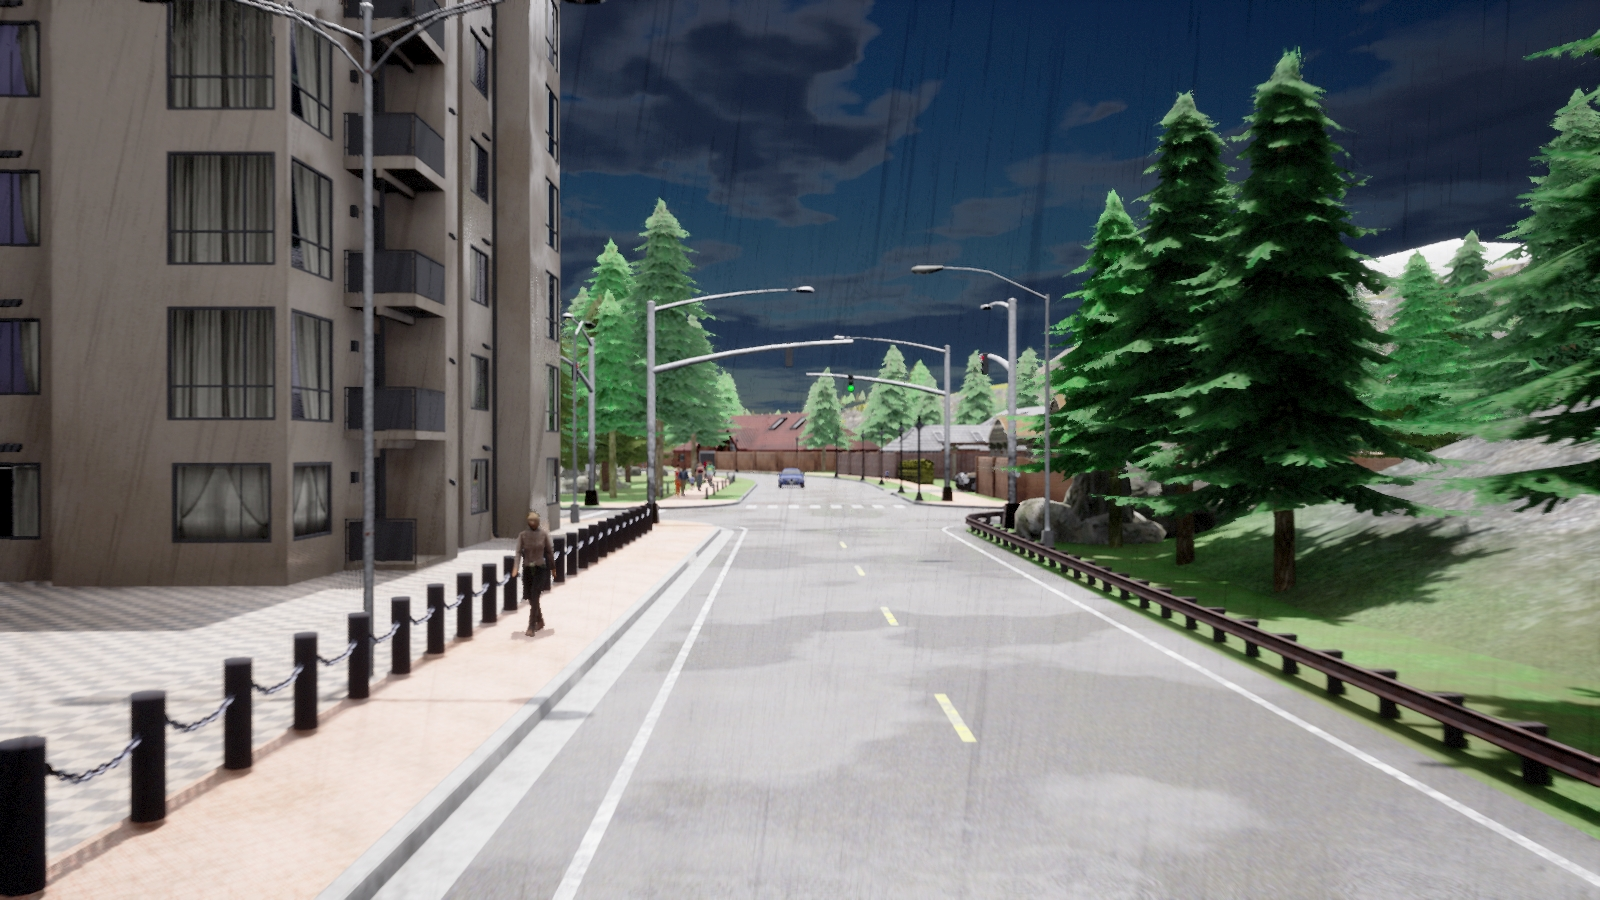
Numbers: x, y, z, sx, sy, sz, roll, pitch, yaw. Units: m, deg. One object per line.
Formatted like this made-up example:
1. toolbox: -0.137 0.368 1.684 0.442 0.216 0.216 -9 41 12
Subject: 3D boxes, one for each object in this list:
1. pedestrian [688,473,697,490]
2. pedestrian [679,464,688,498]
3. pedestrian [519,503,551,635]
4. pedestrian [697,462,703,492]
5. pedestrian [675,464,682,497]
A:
1. pedestrian: -6.999 2.068 74.368 0.500 1.100 0.500 0 0 -2
2. pedestrian: -6.384 1.683 62.576 0.375 1.860 0.375 0 0 6
3. pedestrian: -3.808 1.701 16.414 0.375 1.860 0.375 0 0 -1
4. pedestrian: -6.271 1.685 71.798 0.375 1.860 0.375 0 0 0
5. pedestrian: -6.735 1.684 63.236 0.375 1.860 0.375 0 0 -3
